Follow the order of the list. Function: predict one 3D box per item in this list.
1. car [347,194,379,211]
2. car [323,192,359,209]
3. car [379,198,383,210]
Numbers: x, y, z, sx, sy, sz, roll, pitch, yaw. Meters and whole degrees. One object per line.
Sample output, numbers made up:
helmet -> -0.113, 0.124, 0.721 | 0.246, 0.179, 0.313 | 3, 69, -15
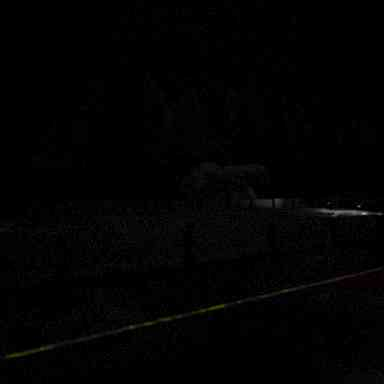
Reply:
car -> 20.428, 1.344, 37.847 | 4.902, 1.511, 2.128 | 1, 0, -33
car -> 18.450, 1.024, 40.730 | 5.566, 2.045, 2.150 | 1, 0, -33
car -> 22.351, 1.392, 34.926 | 4.902, 1.511, 2.128 | 1, 0, -33
